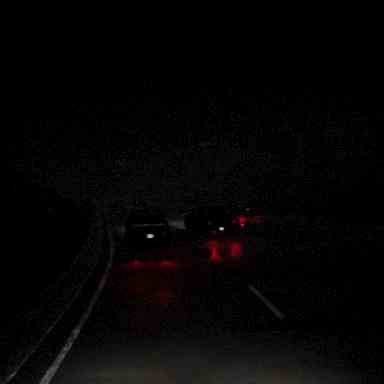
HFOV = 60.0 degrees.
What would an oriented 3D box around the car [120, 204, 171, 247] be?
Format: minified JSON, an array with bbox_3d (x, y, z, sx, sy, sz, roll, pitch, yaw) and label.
[{"bbox_3d":[-2.157,1.547,15.583,2.128,1.511,4.902,-1,0,-12],"label":"car"}]

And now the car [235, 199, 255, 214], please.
[{"bbox_3d":[4.474,1.421,32.455,1.812,1.442,4.674,-1,0,-15],"label":"car"}]

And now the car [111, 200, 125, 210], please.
[{"bbox_3d":[-10.776,1.820,48.479,2.033,1.411,5.357,-1,0,-16],"label":"car"}]

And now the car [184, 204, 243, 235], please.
[{"bbox_3d":[0.917,1.581,18.919,1.895,1.301,4.718,-1,0,-15],"label":"car"}]

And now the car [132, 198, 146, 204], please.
[{"bbox_3d":[-8.411,1.720,52.830,1.837,1.490,4.892,-1,0,-16],"label":"car"}]

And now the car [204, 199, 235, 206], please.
[{"bbox_3d":[1.805,1.486,28.923,1.812,1.442,4.674,-1,0,-15],"label":"car"}]
